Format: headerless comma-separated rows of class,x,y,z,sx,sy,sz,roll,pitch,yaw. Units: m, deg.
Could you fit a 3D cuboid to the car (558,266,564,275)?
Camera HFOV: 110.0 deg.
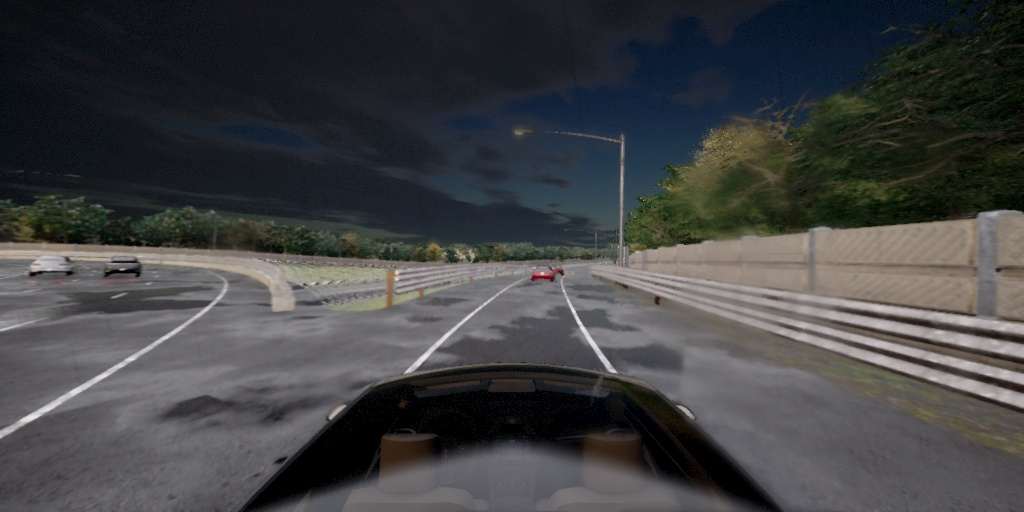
car,7.387,2.363,58.365,1.882,1.535,5.008,1,-3,13

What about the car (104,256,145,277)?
car,-29.022,0.725,26.855,4.902,1.511,2.128,1,0,45

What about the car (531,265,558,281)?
car,2.867,1.515,32.663,1.994,1.385,4.181,1,-1,8

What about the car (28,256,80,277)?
car,-33.080,0.687,25.951,4.674,1.442,1.812,1,0,44
